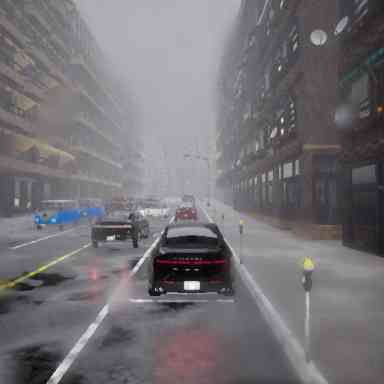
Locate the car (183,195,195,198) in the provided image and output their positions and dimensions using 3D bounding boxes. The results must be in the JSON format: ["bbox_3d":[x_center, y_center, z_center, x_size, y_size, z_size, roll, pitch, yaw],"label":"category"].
[{"bbox_3d":[-0.427,1.490,37.286,1.967,1.590,4.097,1,0,0],"label":"car"}]

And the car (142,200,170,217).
[{"bbox_3d":[-3.020,1.650,29.821,1.895,1.301,4.718,0,0,0],"label":"car"}]

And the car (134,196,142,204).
[{"bbox_3d":[-8.311,1.378,42.876,2.192,1.841,5.009,1,0,0],"label":"car"}]

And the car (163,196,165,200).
[{"bbox_3d":[-8.321,1.846,92.653,1.802,1.307,4.206,1,0,0],"label":"car"}]

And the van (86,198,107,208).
[{"bbox_3d":[-8.312,1.368,26.286,1.690,1.788,3.998,1,0,0],"label":"van"}]

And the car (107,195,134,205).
[{"bbox_3d":[-8.311,1.365,37.346,2.192,1.841,5.009,1,0,0],"label":"car"}]

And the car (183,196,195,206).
[{"bbox_3d":[-0.469,1.553,59.411,1.967,1.590,4.097,1,0,0],"label":"car"}]

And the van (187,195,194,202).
[{"bbox_3d":[-0.469,1.575,87.068,1.690,1.788,3.998,1,0,0],"label":"van"}]

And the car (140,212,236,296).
[{"bbox_3d":[0.000,1.508,8.653,1.837,1.490,4.892,0,0,0],"label":"car"}]

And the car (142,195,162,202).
[{"bbox_3d":[-5.770,1.586,46.796,1.882,1.535,5.008,0,0,0],"label":"car"}]

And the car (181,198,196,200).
[{"bbox_3d":[-0.436,1.582,31.754,1.887,1.381,4.507,1,0,0],"label":"car"}]

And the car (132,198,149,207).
[{"bbox_3d":[-8.318,1.660,53.938,1.947,1.339,4.313,1,0,0],"label":"car"}]

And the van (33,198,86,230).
[{"bbox_3d":[-8.311,1.358,20.753,1.690,1.788,3.998,2,0,0],"label":"van"}]

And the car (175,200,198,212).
[{"bbox_3d":[-0.436,1.571,26.224,1.887,1.381,4.507,1,0,0],"label":"car"}]

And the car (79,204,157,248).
[{"bbox_3d":[-3.020,1.506,14.787,2.128,1.511,4.902,0,0,0],"label":"car"}]

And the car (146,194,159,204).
[{"bbox_3d":[-8.313,1.470,70.529,2.192,1.841,5.009,1,0,0],"label":"car"}]

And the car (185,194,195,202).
[{"bbox_3d":[-0.468,1.521,81.536,2.192,1.841,5.009,1,0,0],"label":"car"}]
